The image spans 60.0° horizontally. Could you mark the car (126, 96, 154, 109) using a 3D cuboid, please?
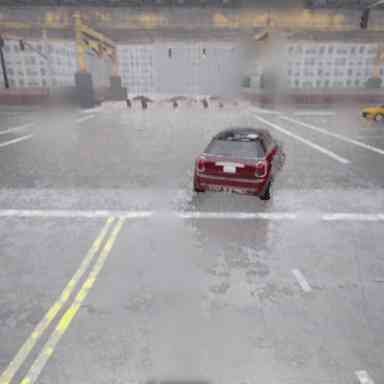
[{"bbox_3d":[-6.432,-11.661,43.033,4.974,1.542,2.038,17,24,42],"label":"car"}]

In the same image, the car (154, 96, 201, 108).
[{"bbox_3d":[-1.825,-11.633,42.945,4.974,1.542,2.038,-12,21,-33],"label":"car"}]

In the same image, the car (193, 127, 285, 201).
[{"bbox_3d":[1.659,-1.217,10.386,2.097,1.767,4.553,7,20,18],"label":"car"}]

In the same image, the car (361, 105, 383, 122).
[{"bbox_3d":[16.676,-6.629,27.469,5.008,1.535,1.882,0,18,1],"label":"car"}]

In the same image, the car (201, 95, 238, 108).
[{"bbox_3d":[3.558,-11.838,43.581,4.974,1.542,2.038,10,20,28],"label":"car"}]

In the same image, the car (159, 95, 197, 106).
[{"bbox_3d":[-1.782,-11.792,42.925,4.536,1.218,1.853,-12,21,-33],"label":"car"}]

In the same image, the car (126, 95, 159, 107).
[{"bbox_3d":[-6.469,-11.822,43.020,4.536,1.218,1.853,17,24,42],"label":"car"}]

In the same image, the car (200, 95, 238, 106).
[{"bbox_3d":[3.513,-11.996,43.557,4.536,1.218,1.853,10,20,28],"label":"car"}]
